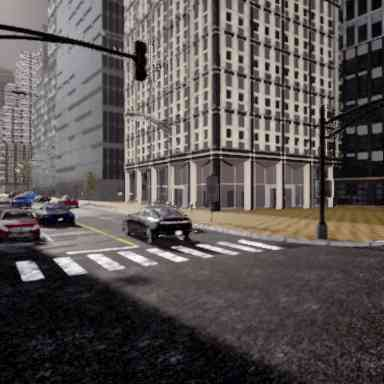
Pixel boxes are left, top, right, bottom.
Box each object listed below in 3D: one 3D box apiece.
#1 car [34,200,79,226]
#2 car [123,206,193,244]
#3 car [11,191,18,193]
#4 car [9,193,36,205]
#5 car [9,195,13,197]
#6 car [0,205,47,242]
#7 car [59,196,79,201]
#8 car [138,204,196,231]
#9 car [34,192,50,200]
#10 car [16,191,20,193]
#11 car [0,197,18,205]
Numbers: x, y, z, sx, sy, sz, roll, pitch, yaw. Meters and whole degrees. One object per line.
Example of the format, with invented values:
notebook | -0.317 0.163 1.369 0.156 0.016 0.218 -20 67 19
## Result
car | -8.931 1.441 21.683 1.994 1.385 4.181 0 0 -32
car | -1.753 1.429 15.594 2.128 1.511 4.902 0 0 -30
car | -42.320 0.736 79.407 2.192 1.841 5.009 1 0 -38
car | -20.626 1.207 40.246 1.882 1.535 5.008 0 0 -33
car | -19.953 1.290 34.442 1.752 1.417 4.829 1 0 -33
car | -8.323 1.494 15.853 1.802 1.307 4.206 1 0 -31
car | -16.277 1.168 43.741 1.967 1.590 4.097 1 0 -34
car | -1.650 1.493 20.468 1.802 1.307 4.206 1 0 -31
car | -25.766 1.180 57.299 1.947 1.339 4.313 1 0 -36
car | -35.589 1.044 70.631 1.887 1.381 4.507 1 0 -37
car | -17.057 1.383 29.911 1.802 1.307 4.206 1 0 -32
